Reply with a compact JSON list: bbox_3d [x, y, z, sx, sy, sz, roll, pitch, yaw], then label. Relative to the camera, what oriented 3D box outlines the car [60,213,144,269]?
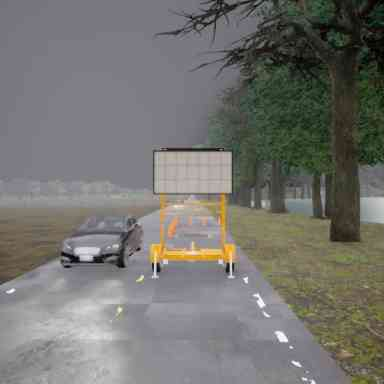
[{"bbox_3d":[-2.811,1.504,11.322,2.128,1.511,4.902,0,0,0],"label":"car"}]

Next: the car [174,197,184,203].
[{"bbox_3d":[-2.530,1.791,64.997,2.128,1.511,4.902,0,-1,0],"label":"car"}]

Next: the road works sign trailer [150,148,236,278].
[{"bbox_3d":[0.033,0.475,10.124,2.380,3.560,2.880,0,0,0],"label":"road works sign trailer"}]
